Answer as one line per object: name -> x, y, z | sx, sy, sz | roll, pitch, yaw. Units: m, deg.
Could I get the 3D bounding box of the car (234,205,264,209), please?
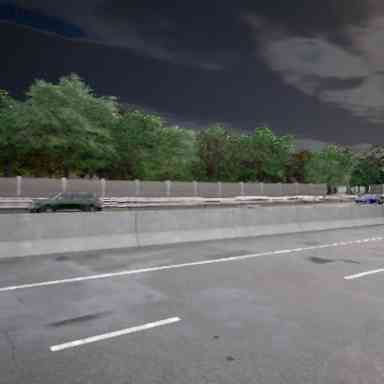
car -> 3.799, 1.575, 23.576 | 4.718, 1.301, 1.895 | 1, 0, -34

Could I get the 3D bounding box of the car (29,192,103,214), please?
car -> -10.031, 0.975, 26.810 | 5.566, 2.045, 2.150 | 1, 0, -34

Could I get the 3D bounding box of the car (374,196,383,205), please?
car -> 30.078, 1.334, 50.347 | 4.181, 1.385, 1.994 | -1, 1, -34

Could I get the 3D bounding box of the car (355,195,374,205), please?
car -> 28.007, 1.208, 53.158 | 5.008, 1.535, 1.882 | -1, 1, -34
